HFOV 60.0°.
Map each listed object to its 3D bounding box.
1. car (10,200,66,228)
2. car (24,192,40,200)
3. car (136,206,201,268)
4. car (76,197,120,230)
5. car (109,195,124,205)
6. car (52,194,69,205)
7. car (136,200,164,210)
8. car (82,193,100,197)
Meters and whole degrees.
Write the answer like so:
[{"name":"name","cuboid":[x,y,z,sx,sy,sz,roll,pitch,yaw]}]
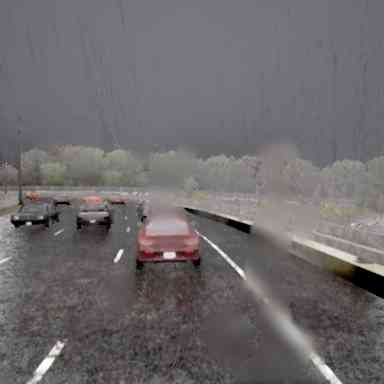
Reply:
[{"name":"car","cuboid":[-9.290,1.404,20.276,1.895,1.301,4.718,0,1,-11]},{"name":"car","cuboid":[-32.835,0.700,68.179,2.097,1.767,4.553,-1,1,-42]},{"name":"car","cuboid":[-0.810,1.408,10.748,1.812,1.442,4.674,0,1,-6]},{"name":"car","cuboid":[-5.633,1.290,19.782,2.128,1.511,4.902,0,1,-10]},{"name":"car","cuboid":[-10.997,1.075,47.219,1.994,1.385,4.181,0,1,-25]},{"name":"car","cuboid":[-18.050,1.037,45.821,2.128,1.511,4.902,0,0,-26]},{"name":"car","cuboid":[-2.998,1.287,24.370,2.033,1.411,5.357,0,1,-13]},{"name":"car","cuboid":[-13.141,0.911,43.479,2.097,1.767,4.553,-1,1,-24]}]
